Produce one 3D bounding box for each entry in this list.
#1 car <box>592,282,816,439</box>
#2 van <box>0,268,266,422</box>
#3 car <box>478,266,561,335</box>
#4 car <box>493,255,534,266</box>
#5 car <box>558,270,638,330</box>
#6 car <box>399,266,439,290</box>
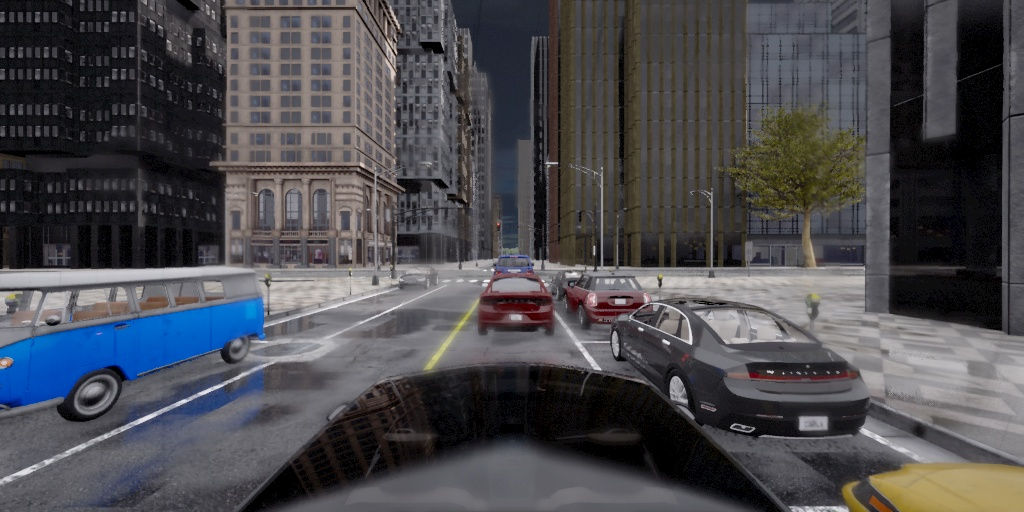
[{"bbox_3d":[2.769,1.300,5.467,2.007,1.370,4.403,0,0,0],"label":"car"},{"bbox_3d":[-5.756,1.090,5.478,1.690,1.789,3.998,0,0,0],"label":"van"},{"bbox_3d":[0.106,1.226,10.494,1.882,1.535,5.008,0,0,0],"label":"car"},{"bbox_3d":[0.103,0.967,20.378,2.150,2.045,5.566,0,0,0],"label":"car"},{"bbox_3d":[2.777,1.188,11.108,1.967,1.591,4.097,0,0,0],"label":"car"},{"bbox_3d":[-5.732,1.296,22.401,2.007,1.370,4.403,0,0,0],"label":"car"}]
